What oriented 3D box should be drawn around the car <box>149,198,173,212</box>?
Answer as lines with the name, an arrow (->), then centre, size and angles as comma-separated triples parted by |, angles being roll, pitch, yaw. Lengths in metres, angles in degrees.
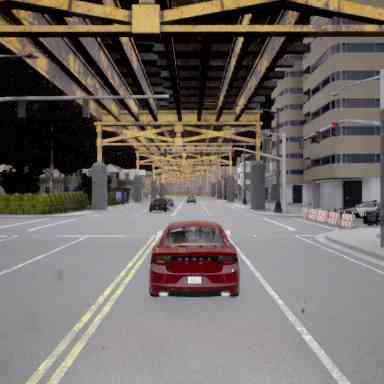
car -> -3.658, 1.437, 37.817 | 1.882, 1.535, 5.008 | 0, 0, 1

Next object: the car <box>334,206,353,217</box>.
car -> 13.583, 1.233, 25.430 | 4.536, 1.218, 1.853 | 0, 0, 25

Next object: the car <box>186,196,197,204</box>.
car -> -0.129, 1.466, 63.273 | 2.033, 1.411, 5.357 | 0, 0, 0

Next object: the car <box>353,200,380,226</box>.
car -> 13.218, 1.397, 21.292 | 4.974, 1.542, 2.038 | 0, 0, -20

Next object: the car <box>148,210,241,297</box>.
car -> 0.055, 1.468, 8.598 | 1.882, 1.535, 5.008 | 0, 0, 0
